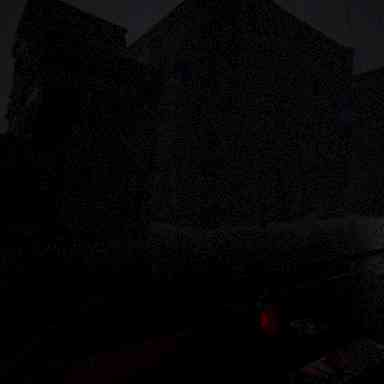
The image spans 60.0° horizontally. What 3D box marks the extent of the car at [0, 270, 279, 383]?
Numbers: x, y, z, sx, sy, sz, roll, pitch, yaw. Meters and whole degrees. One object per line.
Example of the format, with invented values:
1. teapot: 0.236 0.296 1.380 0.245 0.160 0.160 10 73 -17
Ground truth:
1. car: -1.124 1.562 3.186 4.181 1.385 1.994 0 0 -35
